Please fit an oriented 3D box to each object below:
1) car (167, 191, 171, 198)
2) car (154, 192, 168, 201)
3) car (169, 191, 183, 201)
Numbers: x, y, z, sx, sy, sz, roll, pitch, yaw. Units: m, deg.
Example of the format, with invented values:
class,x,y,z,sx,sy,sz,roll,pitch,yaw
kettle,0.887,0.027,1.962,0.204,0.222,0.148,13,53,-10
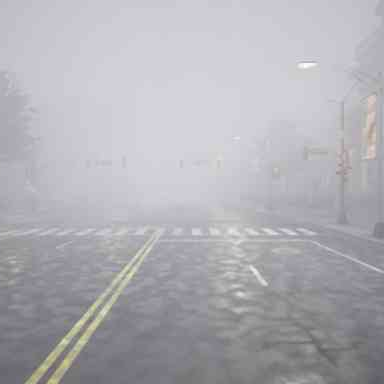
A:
class,x,y,z,sx,sy,sz,roll,pitch,yaw
car,-5.390,1.072,90.116,1.812,1.442,4.674,0,0,-18
car,-7.068,1.177,72.213,2.033,1.411,5.357,0,0,-1
car,-3.578,1.130,73.630,1.837,1.490,4.892,0,0,-1
